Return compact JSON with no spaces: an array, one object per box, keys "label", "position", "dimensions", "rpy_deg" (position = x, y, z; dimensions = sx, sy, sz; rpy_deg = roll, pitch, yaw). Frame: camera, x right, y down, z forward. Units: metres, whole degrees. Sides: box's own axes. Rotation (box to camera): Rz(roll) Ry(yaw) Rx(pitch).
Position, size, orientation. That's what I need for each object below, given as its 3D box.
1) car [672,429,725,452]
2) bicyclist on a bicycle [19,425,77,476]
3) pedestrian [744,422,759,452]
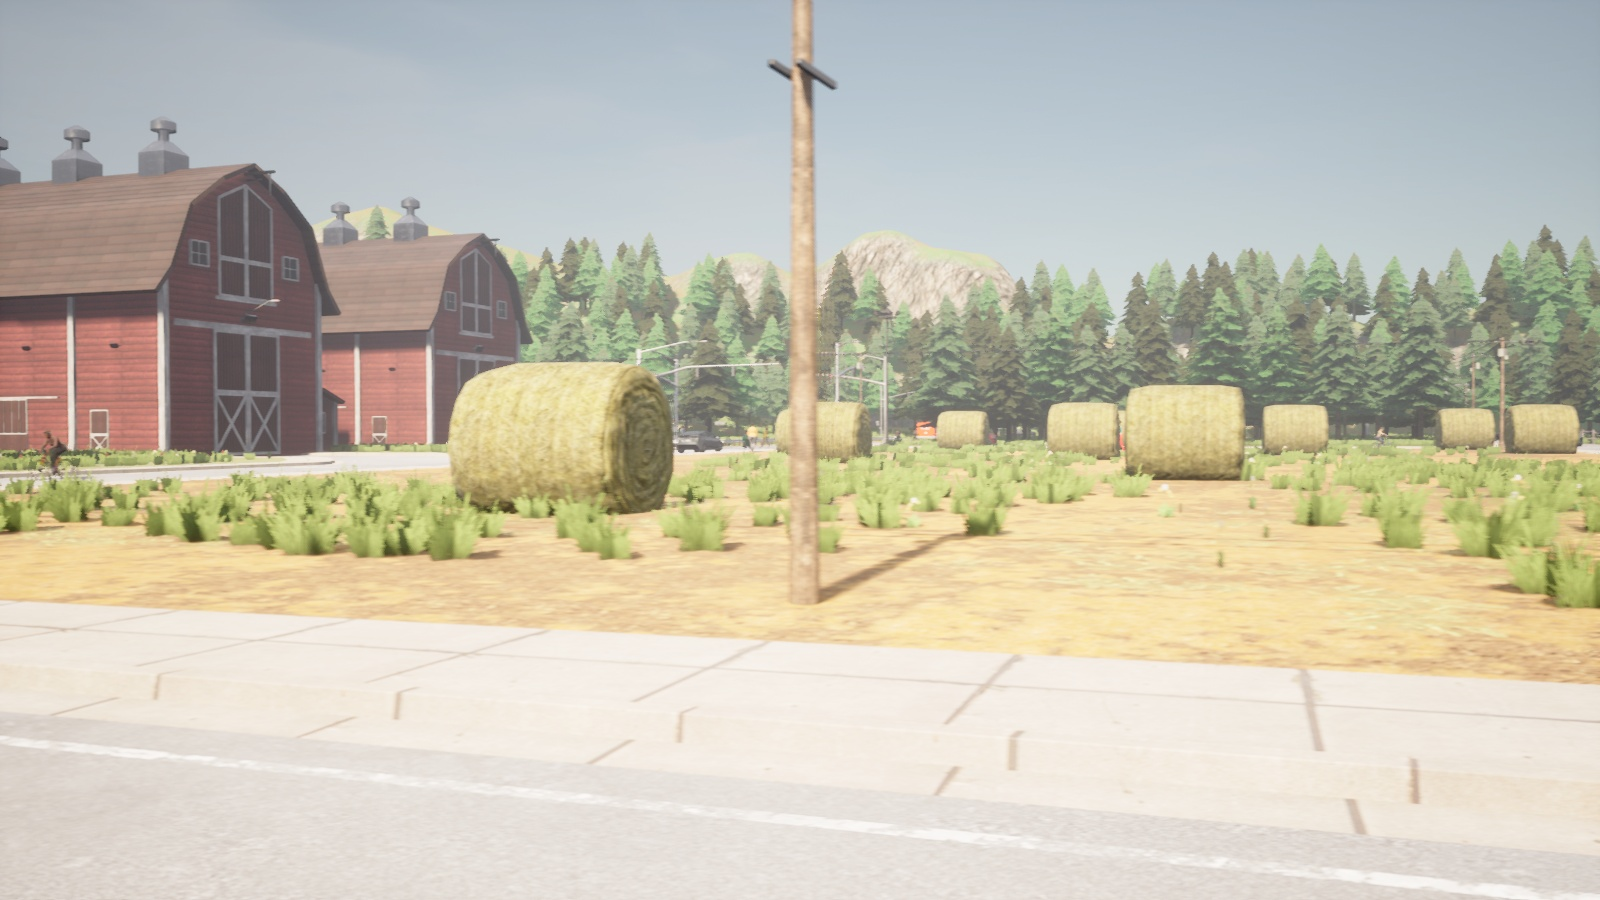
[{"label":"car","position":[-6.853,-0.652,85.319],"dimensions":[2.007,1.525,4.514],"rpy_deg":[1,1,18]},{"label":"bicyclist on a bicycle","position":[-24.603,0.001,41.099],"dimensions":[0.582,1.620,1.656],"rpy_deg":[1,1,18]},{"label":"pedestrian","position":[-3.075,-0.830,79.578],"dimensions":[0.874,1.855,0.900],"rpy_deg":[0,1,-5]}]
